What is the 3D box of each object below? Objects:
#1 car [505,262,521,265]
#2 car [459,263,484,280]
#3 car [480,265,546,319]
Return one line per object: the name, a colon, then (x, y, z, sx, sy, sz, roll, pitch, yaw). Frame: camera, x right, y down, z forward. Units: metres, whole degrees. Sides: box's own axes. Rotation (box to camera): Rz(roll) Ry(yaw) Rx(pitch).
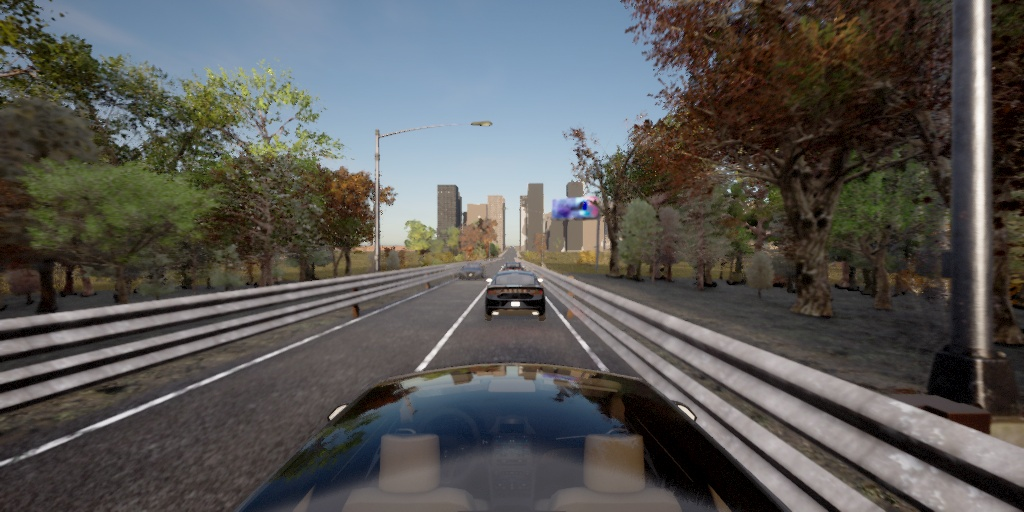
car: (0.093, 1.278, 32.530, 1.837, 1.490, 4.892, 0, 0, 0)
car: (-3.349, 1.336, 30.958, 1.994, 1.385, 4.181, 0, 0, 0)
car: (0.101, 1.235, 12.812, 1.882, 1.535, 5.008, 0, 0, 0)
